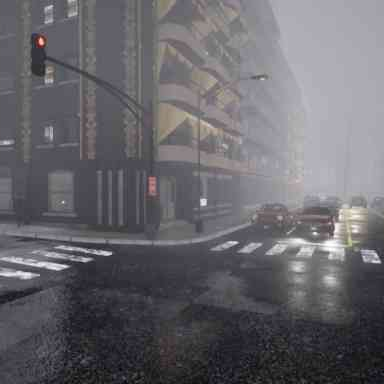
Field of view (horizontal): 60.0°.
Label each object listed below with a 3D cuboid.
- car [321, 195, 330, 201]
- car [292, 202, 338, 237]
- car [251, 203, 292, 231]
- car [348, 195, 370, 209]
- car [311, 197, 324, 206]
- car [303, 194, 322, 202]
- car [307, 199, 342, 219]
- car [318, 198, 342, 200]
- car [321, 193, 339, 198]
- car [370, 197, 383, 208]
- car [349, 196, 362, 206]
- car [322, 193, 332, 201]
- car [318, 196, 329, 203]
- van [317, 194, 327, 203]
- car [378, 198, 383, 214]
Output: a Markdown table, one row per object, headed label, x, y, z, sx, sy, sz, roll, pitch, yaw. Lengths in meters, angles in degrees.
| label | x | y | z | sx | sy | sz | roll | pitch | yaw |
| --- | --- | --- | --- | --- | --- | --- | --- | --- | --- |
| car | 32.925 | 1.516 | 81.769 | 1.752 | 1.417 | 4.829 | 0 | 0 | 24 |
| car | 6.919 | 1.523 | 18.402 | 1.812 | 1.442 | 4.674 | 0 | 0 | 25 |
| car | 4.953 | 1.438 | 20.343 | 1.967 | 1.590 | 4.097 | 0 | 0 | 24 |
| car | 22.812 | 1.348 | 45.783 | 2.097 | 1.767 | 4.553 | 0 | 0 | 24 |
| car | 21.241 | 1.520 | 56.110 | 1.752 | 1.417 | 4.829 | 0 | 0 | 24 |
| car | 16.636 | 1.311 | 46.002 | 2.192 | 1.841 | 5.009 | 0 | 0 | 24 |
| car | 10.660 | 1.561 | 26.591 | 1.994 | 1.385 | 4.181 | 0 | 0 | 25 |
| car | 14.803 | 1.597 | 35.650 | 1.895 | 1.301 | 4.718 | 0 | 0 | 25 |
| car | 19.068 | 1.348 | 44.901 | 2.097 | 1.767 | 4.553 | 0 | 0 | 25 |
| car | 26.599 | 1.435 | 47.655 | 1.967 | 1.590 | 4.097 | 0 | 0 | 24 |
| car | 26.851 | 1.472 | 54.687 | 1.882 | 1.535 | 5.008 | 0 | 0 | 24 |
| car | 35.331 | 1.304 | 87.056 | 2.192 | 1.841 | 5.009 | 0 | 0 | 24 |
| car | 28.322 | 1.543 | 71.660 | 2.008 | 1.369 | 4.403 | 0 | 0 | 24 |
| van | 25.985 | 1.335 | 66.529 | 1.690 | 1.788 | 3.998 | 0 | 0 | 24 |
| car | 19.588 | 1.541 | 32.259 | 1.887 | 1.381 | 4.507 | 0 | 0 | 24 |
